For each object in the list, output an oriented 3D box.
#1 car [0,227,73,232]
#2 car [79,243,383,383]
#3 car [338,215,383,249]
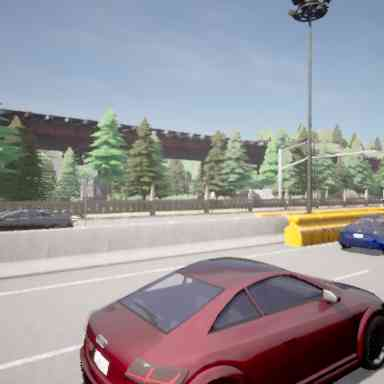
[{"bbox_3d":[-8.080,1.502,15.409,4.902,1.511,2.128,0,0,-35],"label":"car"},{"bbox_3d":[0.775,1.576,4.298,4.181,1.385,1.994,0,0,-35],"label":"car"},{"bbox_3d":[7.884,1.624,13.663,4.181,1.385,1.994,0,0,-35],"label":"car"}]
